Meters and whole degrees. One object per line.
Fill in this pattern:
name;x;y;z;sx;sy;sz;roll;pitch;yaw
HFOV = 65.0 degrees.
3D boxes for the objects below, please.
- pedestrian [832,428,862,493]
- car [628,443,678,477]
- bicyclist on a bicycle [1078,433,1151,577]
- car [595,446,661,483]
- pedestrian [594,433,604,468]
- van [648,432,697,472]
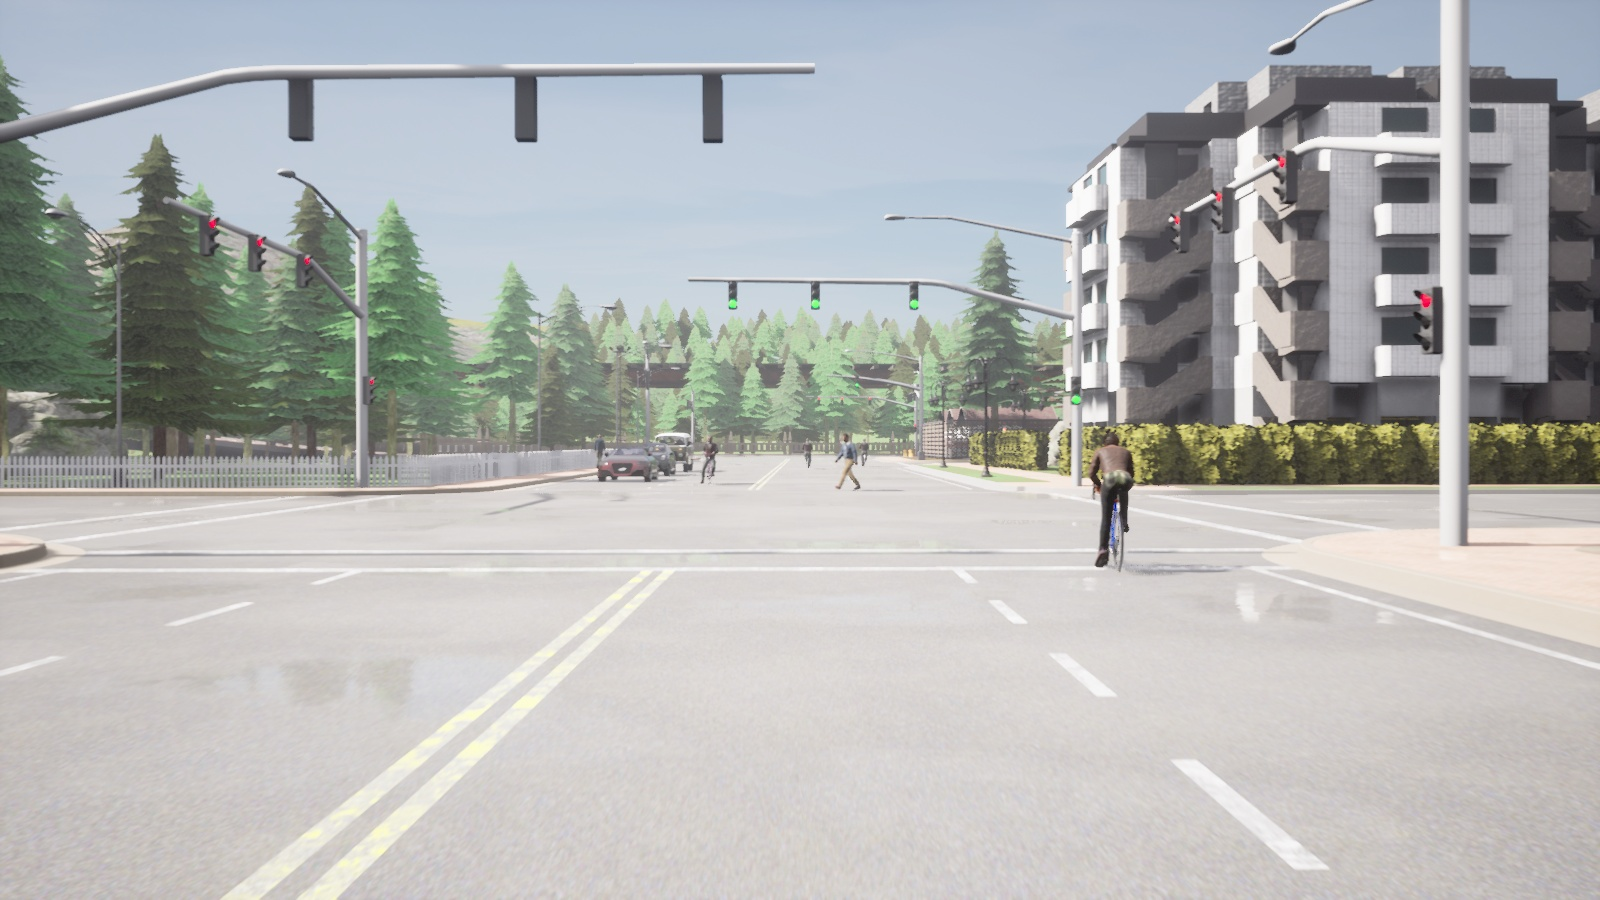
pedestrian;1.446;0.319;38.553;0.788;1.949;0.423;0;0;-28
car;-6.656;0.433;57.215;1.845;1.501;3.633;0;0;0
bicyclist on a bicycle;3.727;0.618;14.985;0.582;1.620;1.656;1;0;6
car;-6.702;0.527;49.272;1.994;1.385;4.181;0;0;0
pedestrian;-10.659;0.021;66.562;0.402;1.842;0.726;0;0;0
van;-6.606;0.096;65.446;2.069;2.038;4.480;0;0;1
